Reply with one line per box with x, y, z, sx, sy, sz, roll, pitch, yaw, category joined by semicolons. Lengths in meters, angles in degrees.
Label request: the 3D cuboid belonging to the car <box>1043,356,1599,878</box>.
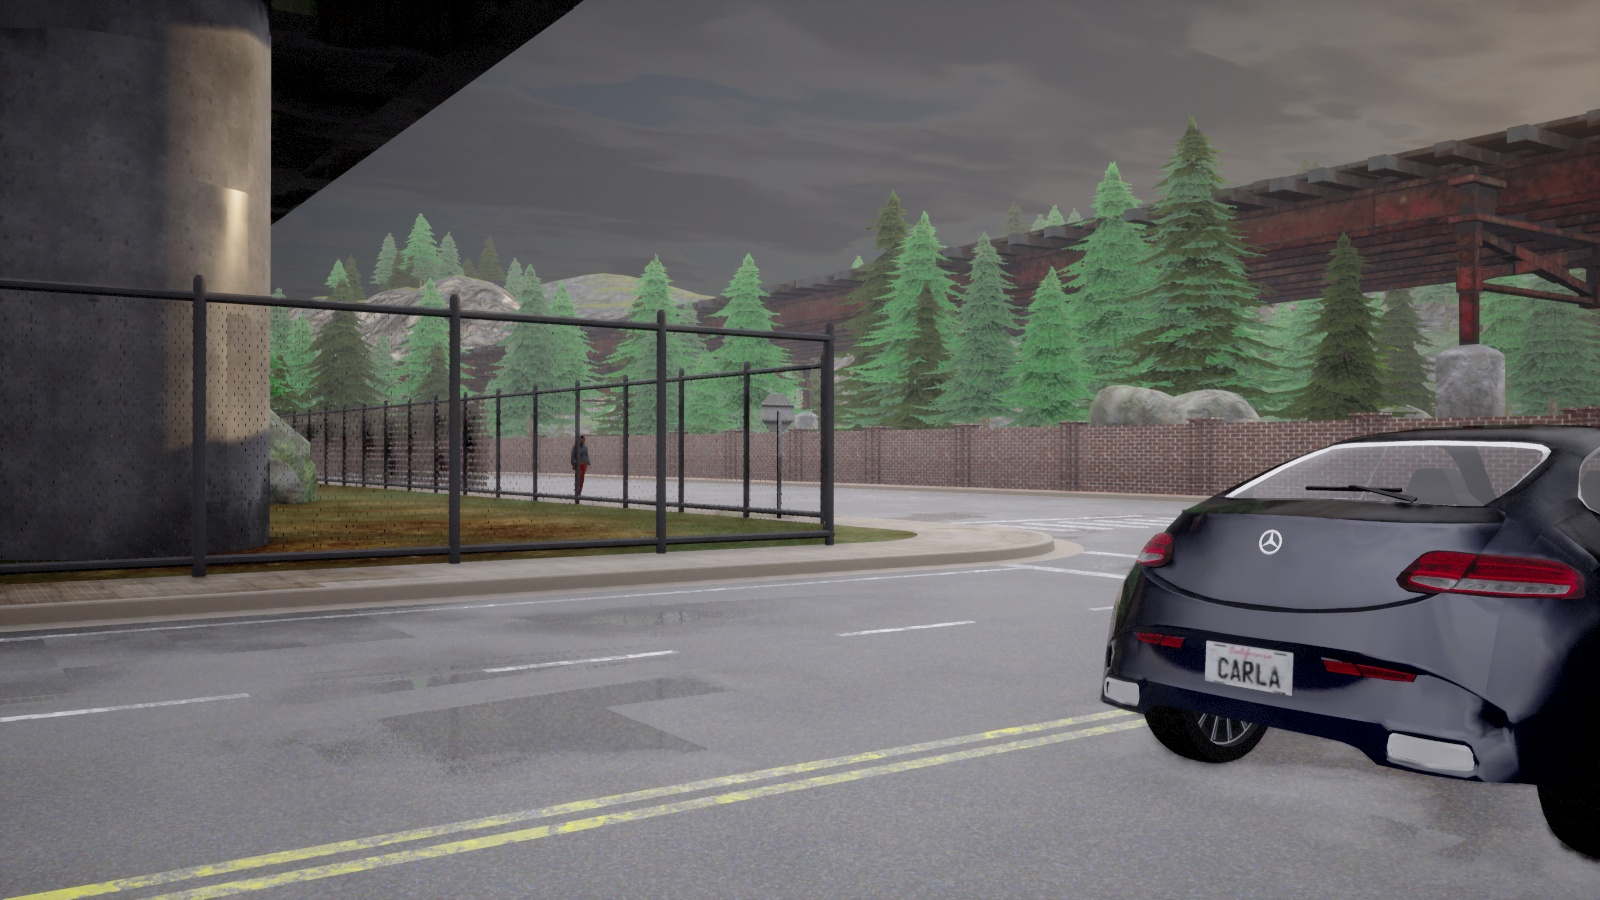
3.789;0.531;6.297;5.027;1.651;2.152;0;0;-35;car

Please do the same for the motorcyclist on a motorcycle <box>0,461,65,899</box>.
-2.448;0.790;1.955;2.191;1.530;0.866;0;0;-35;motorcyclist on a motorcycle

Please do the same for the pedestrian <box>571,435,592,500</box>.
-6.298;0.505;36.152;0.353;1.847;0.614;0;0;-36;pedestrian
